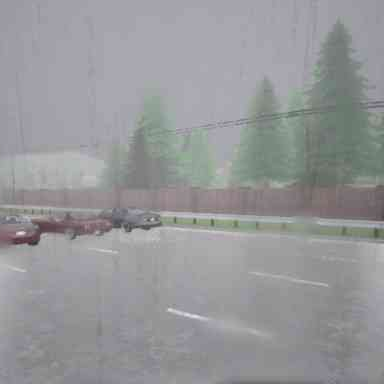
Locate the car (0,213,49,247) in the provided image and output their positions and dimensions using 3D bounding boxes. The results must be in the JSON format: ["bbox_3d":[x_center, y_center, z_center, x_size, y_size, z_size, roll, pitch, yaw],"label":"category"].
[{"bbox_3d":[-8.276,1.570,14.072,4.181,1.385,1.994,0,0,36],"label":"car"}]

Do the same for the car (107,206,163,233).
[{"bbox_3d":[-4.211,1.560,19.770,5.357,1.411,2.033,0,0,36],"label":"car"}]

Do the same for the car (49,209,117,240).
[{"bbox_3d":[-6.268,1.614,16.938,4.718,1.301,1.895,0,0,36],"label":"car"}]
